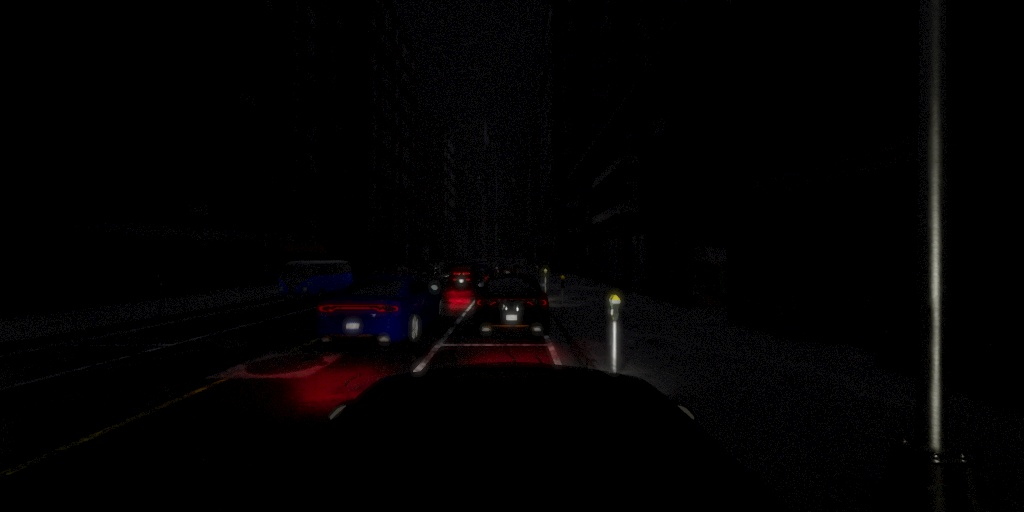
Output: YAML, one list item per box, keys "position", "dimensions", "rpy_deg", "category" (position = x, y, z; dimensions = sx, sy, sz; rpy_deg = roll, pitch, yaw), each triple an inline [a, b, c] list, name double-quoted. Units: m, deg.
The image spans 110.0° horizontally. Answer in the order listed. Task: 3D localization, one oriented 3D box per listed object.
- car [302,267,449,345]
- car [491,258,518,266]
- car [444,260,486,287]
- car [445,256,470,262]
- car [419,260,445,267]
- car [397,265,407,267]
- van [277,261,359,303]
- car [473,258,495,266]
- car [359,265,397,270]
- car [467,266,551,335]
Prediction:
- position: [-3.146, 1.228, 9.556]
  dimensions: [1.882, 1.535, 5.008]
  rpy_deg: [0, 0, 0]
  category: "car"
- position: [-0.288, 1.193, 27.330]
  dimensions: [1.967, 1.591, 4.097]
  rpy_deg: [0, 0, 0]
  category: "car"
- position: [-3.076, 1.257, 24.286]
  dimensions: [1.837, 1.490, 4.892]
  rpy_deg: [0, 0, 0]
  category: "car"
- position: [-6.208, 0.983, 43.152]
  dimensions: [2.150, 2.045, 5.566]
  rpy_deg: [0, 0, 1]
  category: "car"
- position: [-8.813, 1.323, 38.333]
  dimensions: [1.948, 1.339, 4.313]
  rpy_deg: [0, 0, 0]
  category: "car"
- position: [-8.813, 1.335, 27.331]
  dimensions: [1.802, 1.307, 4.207]
  rpy_deg: [0, 0, 0]
  category: "car"
- position: [-8.813, 1.091, 16.328]
  dimensions: [1.690, 1.789, 3.998]
  rpy_deg: [0, 0, 0]
  category: "van"
- position: [-3.071, 1.283, 39.654]
  dimensions: [1.812, 1.442, 4.674]
  rpy_deg: [0, 0, 0]
  category: "car"
- position: [-8.813, 1.318, 21.829]
  dimensions: [1.948, 1.339, 4.313]
  rpy_deg: [0, 0, 0]
  category: "car"
- position: [-0.006, 1.228, 10.500]
  dimensions: [1.882, 1.535, 5.008]
  rpy_deg: [0, 0, 0]
  category: "car"
